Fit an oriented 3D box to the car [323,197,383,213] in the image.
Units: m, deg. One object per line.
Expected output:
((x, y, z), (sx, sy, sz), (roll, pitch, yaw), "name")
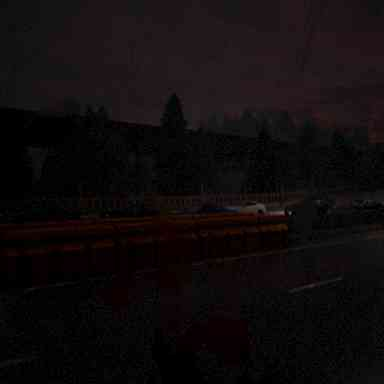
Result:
((12.554, 1.290, 25.102), (4.902, 1.511, 2.128), (-2, 1, -34), "car")

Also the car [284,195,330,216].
((9.704, 1.320, 27.487), (4.902, 1.511, 2.128), (-2, 1, -34), "car")

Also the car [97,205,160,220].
((-3.892, 1.568, 22.481), (4.718, 1.301, 1.895), (0, 0, -34), "car")

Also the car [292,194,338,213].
((12.480, 1.096, 33.599), (4.892, 1.490, 1.837), (-4, 2, -34), "car")

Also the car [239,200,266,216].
((4.197, 1.445, 27.968), (4.674, 1.442, 1.812), (-1, 0, -34), "car")

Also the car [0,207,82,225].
((-7.660, 1.481, 15.703), (4.902, 1.511, 2.128), (0, 0, -34), "car")

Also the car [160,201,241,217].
((0.609, 1.485, 21.301), (4.674, 1.442, 1.812), (0, 0, -34), "car")

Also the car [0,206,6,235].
((-12.189, 1.522, 16.876), (4.674, 1.442, 1.812), (0, 0, -34), "car")
